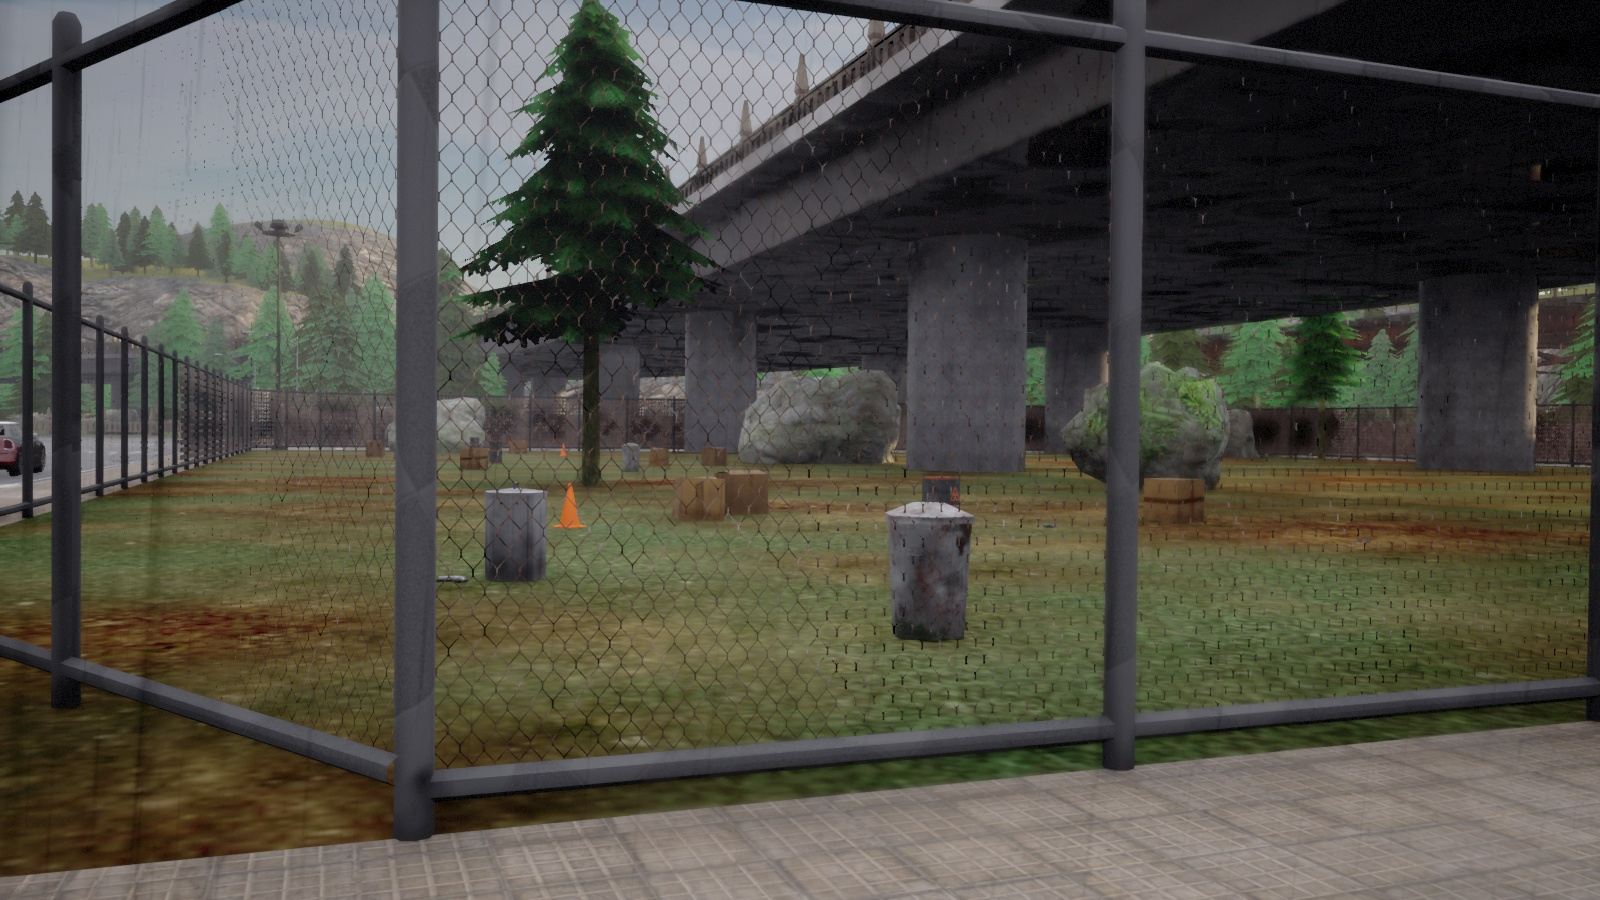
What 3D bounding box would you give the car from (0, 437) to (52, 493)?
[{"bbox_3d":[-22.347,0.381,34.910,1.970,1.475,3.806,-1,1,-20],"label":"car"}]
